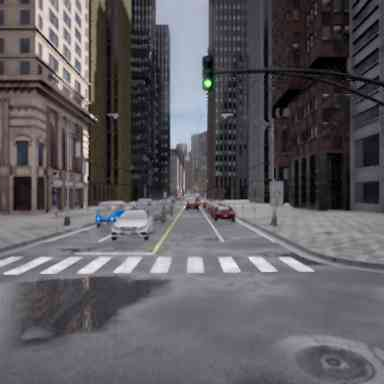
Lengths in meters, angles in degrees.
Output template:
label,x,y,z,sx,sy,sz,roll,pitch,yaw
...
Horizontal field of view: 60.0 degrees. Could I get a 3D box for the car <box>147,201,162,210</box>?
label,x,y,z,sx,sy,sz,roll,pitch,yaw
car,-5.767,2.102,51.712,1.802,1.307,4.206,0,-1,0

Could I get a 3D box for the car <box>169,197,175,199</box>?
label,x,y,z,sx,sy,sz,roll,pitch,yaw
car,-5.759,2.328,79.166,1.752,1.417,4.829,0,-1,0

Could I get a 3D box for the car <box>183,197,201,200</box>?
label,x,y,z,sx,sy,sz,roll,pitch,yaw
car,0.009,2.089,59.308,2.128,1.511,4.902,0,-1,0

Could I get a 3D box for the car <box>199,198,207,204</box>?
label,x,y,z,sx,sy,sz,roll,pitch,yaw
car,2.776,2.302,84.847,1.967,1.590,4.097,0,-1,0

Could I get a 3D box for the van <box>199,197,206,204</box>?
label,x,y,z,sx,sy,sz,roll,pitch,yaw
van,2.776,2.260,90.372,1.690,1.788,3.998,0,-1,0

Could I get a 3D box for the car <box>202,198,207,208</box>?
label,x,y,z,sx,sy,sz,roll,pitch,yaw
car,2.780,1.989,46.339,1.752,1.417,4.829,0,-1,0

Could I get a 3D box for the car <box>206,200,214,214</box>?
label,x,y,z,sx,sy,sz,roll,pitch,yaw
car,2.780,1.893,35.119,1.887,1.381,4.507,0,-1,0

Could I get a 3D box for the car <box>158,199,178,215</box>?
label,x,y,z,sx,sy,sz,roll,pitch,yaw
car,-3.084,1.875,38.456,2.128,1.511,4.902,0,-1,0

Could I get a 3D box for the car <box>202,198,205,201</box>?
label,x,y,z,sx,sy,sz,roll,pitch,yaw
car,2.779,2.121,57.220,1.887,1.381,4.507,0,-1,0

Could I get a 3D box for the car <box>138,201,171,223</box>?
label,x,y,z,sx,sy,sz,roll,pitch,yaw
car,-3.095,1.784,28.197,1.837,1.490,4.892,0,-1,0

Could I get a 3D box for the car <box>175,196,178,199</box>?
label,x,y,z,sx,sy,sz,roll,pitch,yaw
car,-5.756,2.234,90.387,2.192,1.841,5.009,0,-1,0

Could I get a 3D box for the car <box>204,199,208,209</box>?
label,x,y,z,sx,sy,sz,roll,pitch,yaw
car,2.780,1.950,40.644,1.887,1.381,4.507,0,-1,0

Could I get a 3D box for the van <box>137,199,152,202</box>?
label,x,y,z,sx,sy,sz,roll,pitch,yaw
van,-5.771,1.747,40.665,1.690,1.788,3.998,0,-1,0

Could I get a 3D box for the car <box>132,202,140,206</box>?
label,x,y,z,sx,sy,sz,roll,pitch,yaw
car,-5.774,1.838,29.614,1.887,1.381,4.507,0,-1,0

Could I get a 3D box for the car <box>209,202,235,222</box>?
label,x,y,z,sx,sy,sz,roll,pitch,yaw
car,2.781,1.837,29.594,1.887,1.381,4.507,0,-1,0

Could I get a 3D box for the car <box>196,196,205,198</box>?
label,x,y,z,sx,sy,sz,roll,pitch,yaw
car,2.397,2.042,68.183,2.097,1.767,4.553,0,-1,0

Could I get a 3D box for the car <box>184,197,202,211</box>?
label,x,y,z,sx,sy,sz,roll,pitch,yaw
car,0.058,1.969,48.929,1.882,1.535,5.008,0,-1,0

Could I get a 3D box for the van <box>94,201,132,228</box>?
label,x,y,z,sx,sy,sz,roll,pitch,yaw
van,-5.776,1.578,24.091,1.690,1.788,3.998,0,-1,0

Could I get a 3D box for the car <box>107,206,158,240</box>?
label,x,y,z,sx,sy,sz,roll,pitch,yaw
car,-3.099,1.704,18.154,1.812,1.442,4.674,0,-1,-2

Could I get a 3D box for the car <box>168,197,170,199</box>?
label,x,y,z,sx,sy,sz,roll,pitch,yaw
car,-5.764,2.184,62.761,2.008,1.369,4.403,0,-1,0
